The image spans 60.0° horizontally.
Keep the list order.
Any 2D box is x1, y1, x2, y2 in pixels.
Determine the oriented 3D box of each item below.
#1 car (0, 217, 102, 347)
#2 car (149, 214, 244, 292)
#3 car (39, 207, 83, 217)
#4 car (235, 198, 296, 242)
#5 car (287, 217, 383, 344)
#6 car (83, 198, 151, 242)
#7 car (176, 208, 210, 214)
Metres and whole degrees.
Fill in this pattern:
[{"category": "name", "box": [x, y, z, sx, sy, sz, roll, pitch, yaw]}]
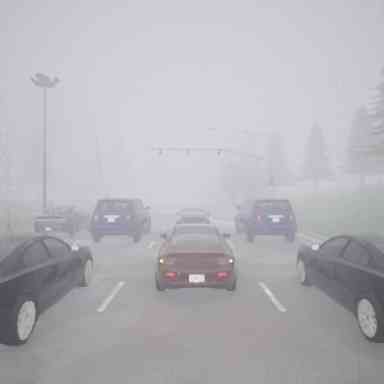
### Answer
[{"category": "car", "box": [-3.412, 1.506, 6.383, 1.882, 1.535, 5.008, 0, 0, 0]}, {"category": "car", "box": [0.084, 1.564, 8.937, 1.812, 1.442, 4.674, 0, 0, 0]}, {"category": "car", "box": [-6.935, 1.573, 18.514, 2.128, 1.511, 4.902, 0, 0, 0]}, {"category": "car", "box": [3.572, 1.296, 16.915, 2.150, 2.045, 5.566, 0, 0, 0]}, {"category": "car", "box": [3.587, 1.506, 6.488, 1.882, 1.535, 5.008, 0, 0, 0]}, {"category": "car", "box": [-3.433, 1.296, 16.876, 2.150, 2.045, 5.566, 0, 0, 0]}, {"category": "car", "box": [0.066, 1.607, 18.873, 1.812, 1.442, 4.674, 0, 0, 0]}]
